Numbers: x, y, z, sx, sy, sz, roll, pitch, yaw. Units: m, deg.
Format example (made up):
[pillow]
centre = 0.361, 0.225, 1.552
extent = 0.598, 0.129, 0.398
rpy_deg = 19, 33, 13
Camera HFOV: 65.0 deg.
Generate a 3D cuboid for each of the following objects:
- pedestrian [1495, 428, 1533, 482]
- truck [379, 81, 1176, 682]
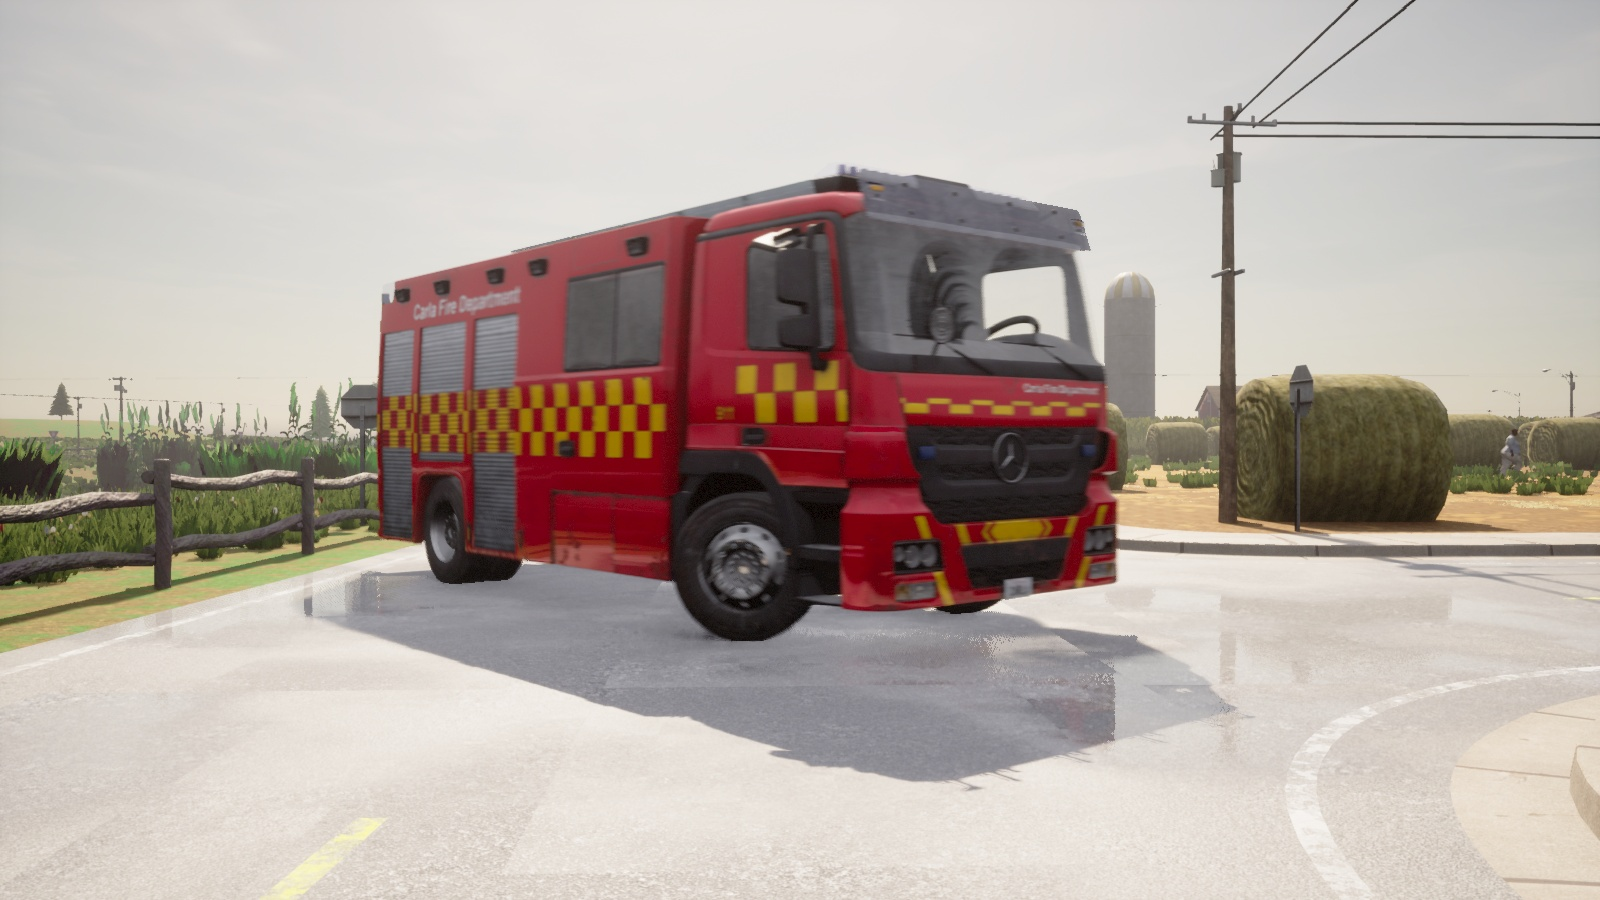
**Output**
[pedestrian]
centre = 24.898, 0.179, 43.816
extent = 0.900, 1.855, 0.874
rpy_deg = 0, 0, 8
[truck]
centre = -0.924, -0.477, 12.139
extent = 2.891, 3.827, 8.468
rpy_deg = 0, 1, -41
